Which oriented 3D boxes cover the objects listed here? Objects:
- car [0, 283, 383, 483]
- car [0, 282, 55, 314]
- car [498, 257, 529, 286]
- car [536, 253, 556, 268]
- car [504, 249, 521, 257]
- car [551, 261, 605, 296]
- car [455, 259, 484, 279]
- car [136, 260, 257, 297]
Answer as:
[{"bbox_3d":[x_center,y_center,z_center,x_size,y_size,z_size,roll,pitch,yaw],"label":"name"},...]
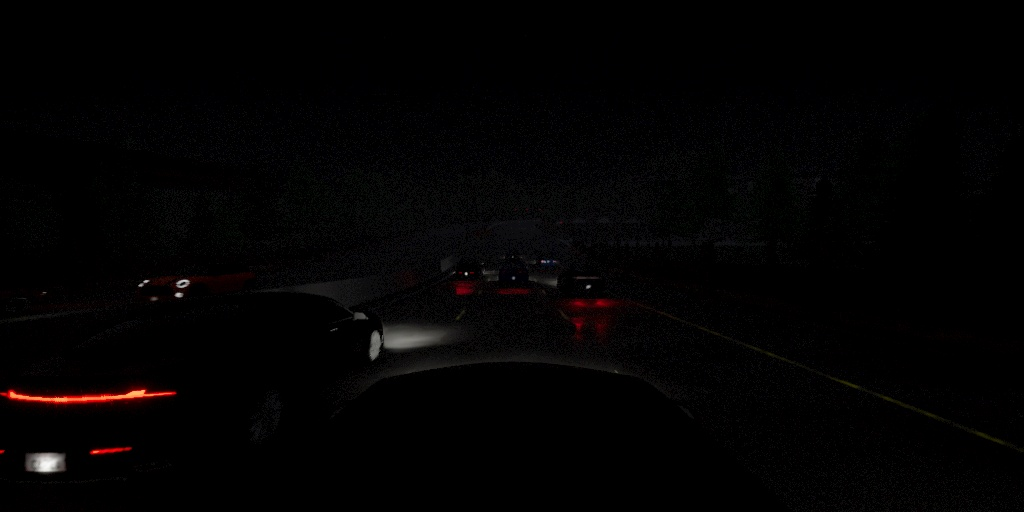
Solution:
[{"bbox_3d":[-3.399,1.256,5.039,1.837,1.490,4.892,0,0,0],"label":"car"},{"bbox_3d":[-17.556,1.353,10.743,1.895,1.301,4.718,0,0,0],"label":"car"},{"bbox_3d":[0.104,1.122,24.245,1.882,1.535,5.008,0,1,0],"label":"car"},{"bbox_3d":[3.589,0.391,37.861,2.033,1.411,5.357,0,5,0],"label":"car"},{"bbox_3d":[0.067,-0.083,42.719,2.033,1.411,5.357,0,6,0],"label":"car"},{"bbox_3d":[3.603,1.231,19.309,2.128,1.511,4.902,0,0,0],"label":"car"},{"bbox_3d":[-3.396,0.962,29.028,1.837,1.490,4.892,0,3,0],"label":"car"},{"bbox_3d":[-14.005,1.103,16.283,2.097,1.767,4.553,0,0,0],"label":"car"}]
